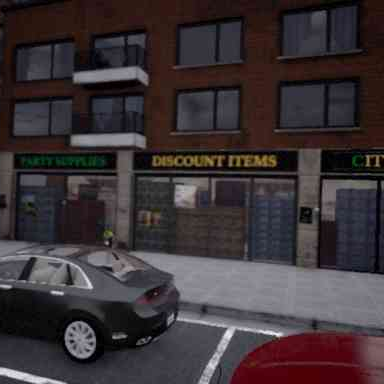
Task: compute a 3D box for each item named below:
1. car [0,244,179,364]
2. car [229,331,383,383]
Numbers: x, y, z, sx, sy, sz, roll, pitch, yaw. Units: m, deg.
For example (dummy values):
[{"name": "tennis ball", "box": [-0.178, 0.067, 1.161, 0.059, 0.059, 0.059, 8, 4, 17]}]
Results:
[{"name": "car", "box": [-2.387, 1.539, 5.477, 4.403, 1.369, 2.008, 2, -1, 18]}, {"name": "car", "box": [2.671, 1.599, 1.947, 5.008, 1.535, 1.882, 2, -1, 18]}]
